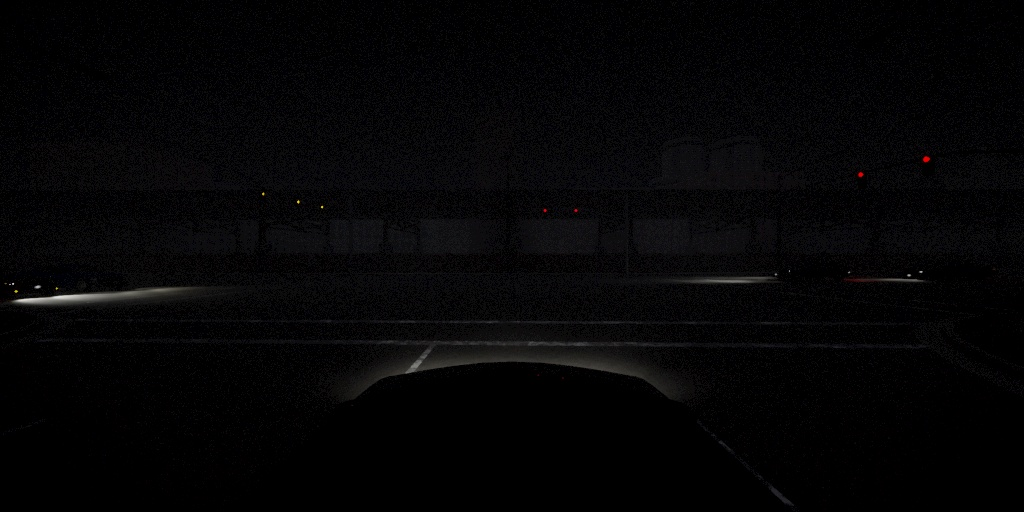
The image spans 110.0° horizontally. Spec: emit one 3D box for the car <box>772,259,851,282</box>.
[{"bbox_3d":[22.060,1.070,26.566,4.902,1.511,2.128,-1,0,1],"label":"car"}]

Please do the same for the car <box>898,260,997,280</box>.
[{"bbox_3d":[31.871,1.008,26.312,5.357,1.411,2.033,-1,0,1],"label":"car"}]

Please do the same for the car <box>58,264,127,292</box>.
[{"bbox_3d":[-25.197,1.204,20.633,5.008,1.535,1.882,0,0,2],"label":"car"}]

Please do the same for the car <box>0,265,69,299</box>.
[{"bbox_3d":[-24.557,1.296,17.113,4.181,1.385,1.994,0,0,2],"label":"car"}]
